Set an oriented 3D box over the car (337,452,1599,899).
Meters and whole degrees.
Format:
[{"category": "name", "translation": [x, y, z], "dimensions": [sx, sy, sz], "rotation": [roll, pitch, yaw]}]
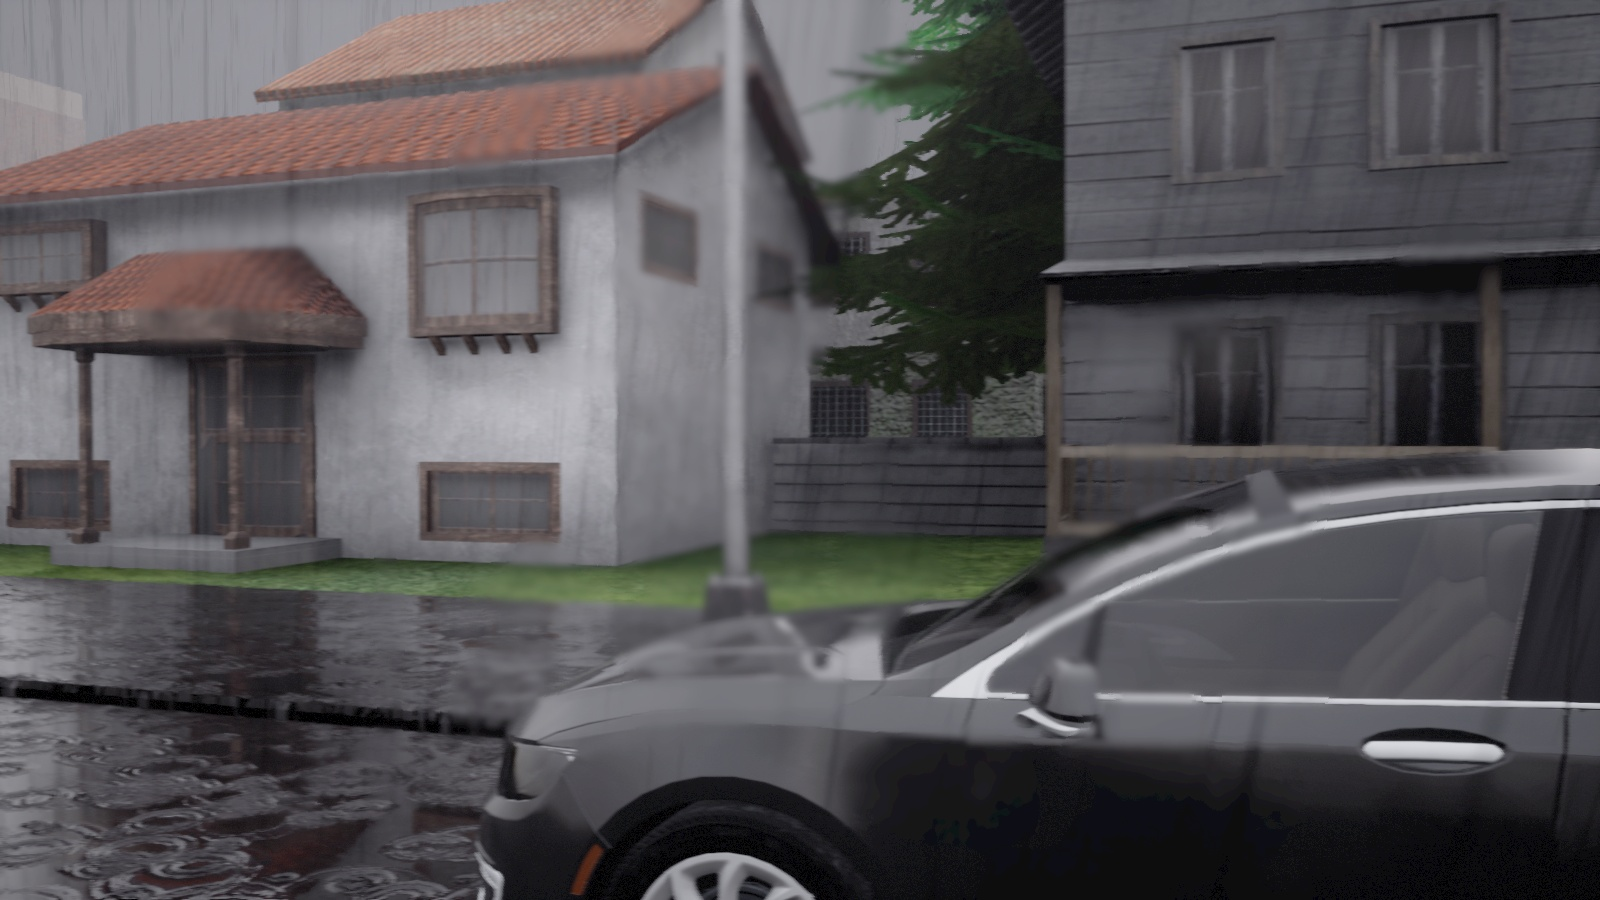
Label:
[{"category": "car", "translation": [1.452, 0.785, 3.234], "dimensions": [4.892, 1.490, 1.837], "rotation": [0, 1, 19]}]
